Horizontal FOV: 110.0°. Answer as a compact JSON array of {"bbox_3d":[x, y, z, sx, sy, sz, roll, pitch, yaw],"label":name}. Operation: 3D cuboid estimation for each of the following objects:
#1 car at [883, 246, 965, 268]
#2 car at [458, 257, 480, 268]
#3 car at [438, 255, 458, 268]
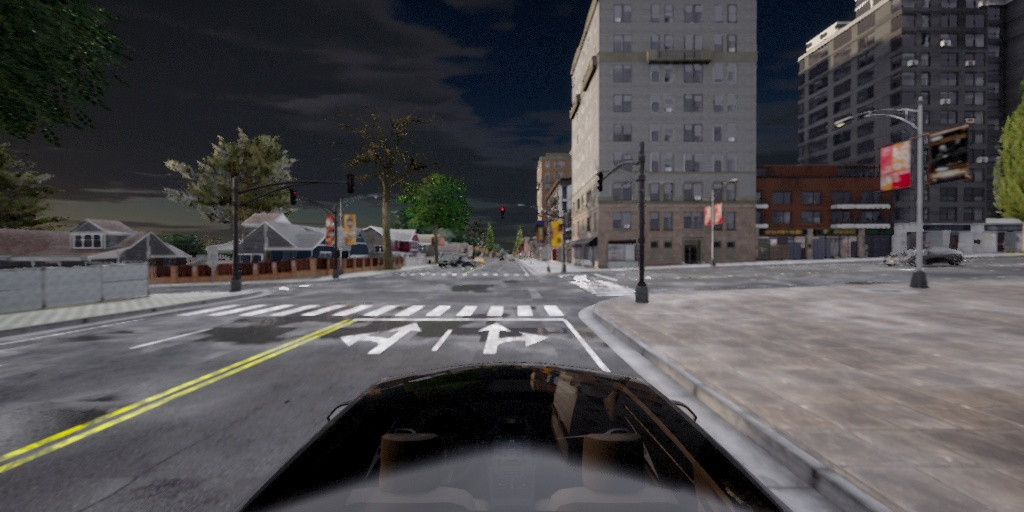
[{"bbox_3d":[29.935,0.049,26.105,4.674,1.442,1.812,-2,0,0],"label":"car"},{"bbox_3d":[-6.586,1.112,55.301,2.033,1.411,5.357,0,0,1],"label":"car"},{"bbox_3d":[-9.835,0.785,55.622,2.150,2.045,5.566,0,0,1],"label":"car"}]
